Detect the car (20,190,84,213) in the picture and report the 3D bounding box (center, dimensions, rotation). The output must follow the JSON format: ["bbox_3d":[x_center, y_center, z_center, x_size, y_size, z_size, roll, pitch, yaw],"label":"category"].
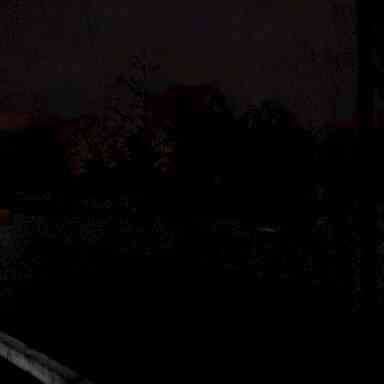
[{"bbox_3d":[-12.371,0.801,30.895,2.435,2.045,5.566,0,0,35],"label":"car"}]

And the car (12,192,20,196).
[{"bbox_3d":[-14.660,1.047,32.496,2.231,1.521,4.892,0,0,35],"label":"car"}]

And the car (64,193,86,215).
[{"bbox_3d":[-7.555,1.094,27.809,1.946,1.575,5.366,1,0,35],"label":"car"}]

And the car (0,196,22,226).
[{"bbox_3d":[-10.819,1.108,14.687,1.946,1.575,5.366,1,0,35],"label":"car"}]

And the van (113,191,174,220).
[{"bbox_3d":[-3.245,0.938,24.447,1.878,1.987,4.442,1,0,35],"label":"van"}]

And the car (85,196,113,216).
[{"bbox_3d":[-5.370,1.124,26.290,1.946,1.575,5.366,1,0,35],"label":"car"}]
